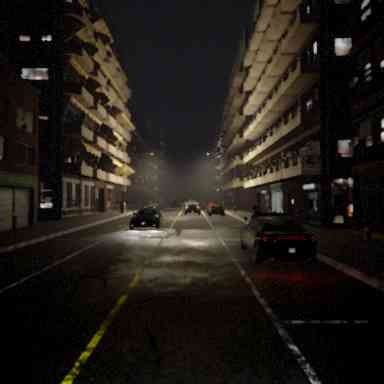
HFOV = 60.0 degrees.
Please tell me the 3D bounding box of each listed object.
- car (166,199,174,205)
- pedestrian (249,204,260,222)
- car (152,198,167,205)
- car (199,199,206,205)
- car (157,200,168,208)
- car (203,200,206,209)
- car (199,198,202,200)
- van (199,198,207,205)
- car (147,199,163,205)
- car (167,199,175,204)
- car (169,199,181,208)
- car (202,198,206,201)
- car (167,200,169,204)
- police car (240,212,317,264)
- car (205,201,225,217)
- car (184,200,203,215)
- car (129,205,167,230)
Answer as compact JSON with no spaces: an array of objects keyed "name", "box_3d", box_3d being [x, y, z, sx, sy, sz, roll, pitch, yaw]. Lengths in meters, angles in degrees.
[{"name":"car","box_3d":[-5.747,2.518,86.504,1.752,1.417,4.829,1,-1,0]},{"name":"pedestrian","box_3d":[2.980,1.473,15.549,0.375,1.860,0.375,1,-2,-5]},{"name":"car","box_3d":[-5.718,1.926,53.252,2.192,1.841,5.009,1,-1,0]},{"name":"car","box_3d":[2.640,2.521,86.812,1.752,1.417,4.829,1,-1,0]},{"name":"car","box_3d":[-5.730,2.320,64.391,1.802,1.307,4.206,1,-1,0]},{"name":"car","box_3d":[2.667,2.064,42.075,1.802,1.307,4.206,1,-1,0]},{"name":"car","box_3d":[-0.038,1.915,49.210,2.097,1.767,4.553,0,-1,0]},{"name":"van","box_3d":[2.643,2.271,81.073,1.690,1.788,3.998,1,-1,0]},{"name":"car","box_3d":[-5.717,2.113,47.679,1.947,1.339,4.313,1,-1,0]},{"name":"car","box_3d":[-5.752,2.624,92.245,1.947,1.339,4.313,1,-1,0]},{"name":"car","box_3d":[-3.072,2.231,64.074,1.837,1.490,4.892,0,0,1]},{"name":"car","box_3d":[2.654,2.256,58.787,1.802,1.307,4.206,1,-1,0]},{"name":"car","box_3d":[-5.722,1.990,58.823,2.192,1.841,5.009,1,-1,0]},{"name":"police car","box_3d":[2.989,1.570,12.527,1.930,1.638,5.238,0,-1,0]},{"name":"car","box_3d":[2.672,1.946,36.674,1.752,1.417,4.829,1,-1,0]},{"name":"car","box_3d":[0.053,1.980,39.600,1.812,1.442,4.674,0,-1,0]},{"name":"car","box_3d":[-3.117,1.831,23.266,1.994,1.385,4.181,0,-1,0]}]
